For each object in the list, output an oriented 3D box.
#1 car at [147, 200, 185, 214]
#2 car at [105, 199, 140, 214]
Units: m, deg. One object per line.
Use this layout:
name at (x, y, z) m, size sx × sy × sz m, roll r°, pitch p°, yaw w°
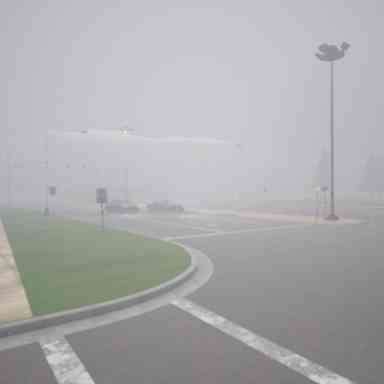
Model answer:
car at (-2.648, 1.465, 33.335) m, size 1.895 × 1.301 × 4.718 m, roll -1°, pitch 0°, yaw -35°
car at (-7.144, 1.437, 33.670) m, size 2.033 × 1.411 × 5.357 m, roll -1°, pitch 0°, yaw -35°
